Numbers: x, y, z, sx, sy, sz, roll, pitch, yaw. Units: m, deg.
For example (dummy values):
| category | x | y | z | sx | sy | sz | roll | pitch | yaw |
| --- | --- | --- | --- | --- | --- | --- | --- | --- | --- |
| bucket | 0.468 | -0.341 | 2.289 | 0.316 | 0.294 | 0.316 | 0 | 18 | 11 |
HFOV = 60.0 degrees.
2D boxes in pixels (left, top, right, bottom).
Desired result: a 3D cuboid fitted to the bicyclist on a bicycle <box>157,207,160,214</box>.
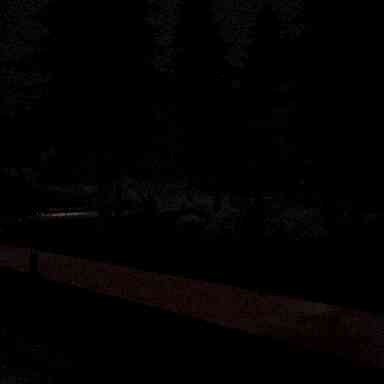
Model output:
| category | x | y | z | sx | sy | sz | roll | pitch | yaw |
| --- | --- | --- | --- | --- | --- | --- | --- | --- | --- |
| bicyclist on a bicycle | -3.529 | 1.136 | 28.924 | 1.656 | 1.620 | 0.582 | 0 | 0 | 22 |

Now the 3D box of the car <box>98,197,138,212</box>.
| category | x | y | z | sx | sy | sz | roll | pitch | yaw |
| --- | --- | --- | --- | --- | --- | --- | --- | --- | --- |
| car | -8.006 | 1.321 | 36.311 | 2.128 | 1.511 | 4.902 | 0 | 0 | 36 |

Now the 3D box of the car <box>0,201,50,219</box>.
| category | x | y | z | sx | sy | sz | roll | pitch | yaw |
| --- | --- | --- | --- | --- | --- | --- | --- | --- | --- |
| car | -14.350 | 1.430 | 27.422 | 1.895 | 1.301 | 4.718 | 0 | 0 | 35 |

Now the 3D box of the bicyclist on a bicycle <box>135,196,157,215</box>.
| category | x | y | z | sx | sy | sz | roll | pitch | yaw |
| --- | --- | --- | --- | --- | --- | --- | --- | --- | --- |
| bicyclist on a bicycle | -4.091 | 1.135 | 28.441 | 1.656 | 1.620 | 0.582 | 0 | 0 | 15 |
